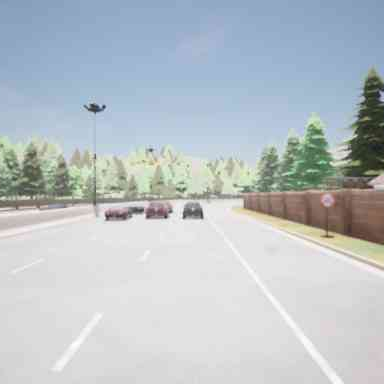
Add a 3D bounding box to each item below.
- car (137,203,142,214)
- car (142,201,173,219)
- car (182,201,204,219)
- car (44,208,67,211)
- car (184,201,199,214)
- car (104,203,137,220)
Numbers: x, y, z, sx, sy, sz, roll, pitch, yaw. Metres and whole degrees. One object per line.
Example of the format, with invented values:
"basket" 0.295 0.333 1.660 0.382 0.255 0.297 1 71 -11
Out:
"car" -6.986 2.076 42.726 1.895 1.301 4.718 0 -1 0
"car" -3.411 1.729 33.829 2.097 1.767 4.553 0 -1 0
"car" 0.101 1.727 33.555 2.097 1.767 4.553 0 -1 0
"car" -14.013 1.929 34.326 2.033 1.411 5.357 0 -1 0
"car" 0.012 1.997 44.060 1.837 1.490 4.892 0 0 1
"car" -6.899 1.955 31.828 1.895 1.301 4.718 0 -1 0
